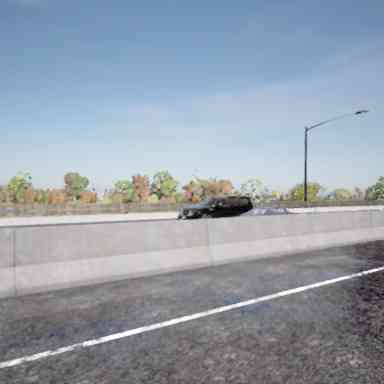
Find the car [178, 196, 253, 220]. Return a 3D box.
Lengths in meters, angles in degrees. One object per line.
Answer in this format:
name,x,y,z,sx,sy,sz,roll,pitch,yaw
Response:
car,1.783,1.268,22.302,5.566,2.045,2.150,0,0,-35

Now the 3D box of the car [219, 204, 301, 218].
car,4.492,1.608,19.925,5.357,1.411,2.033,0,0,-35
